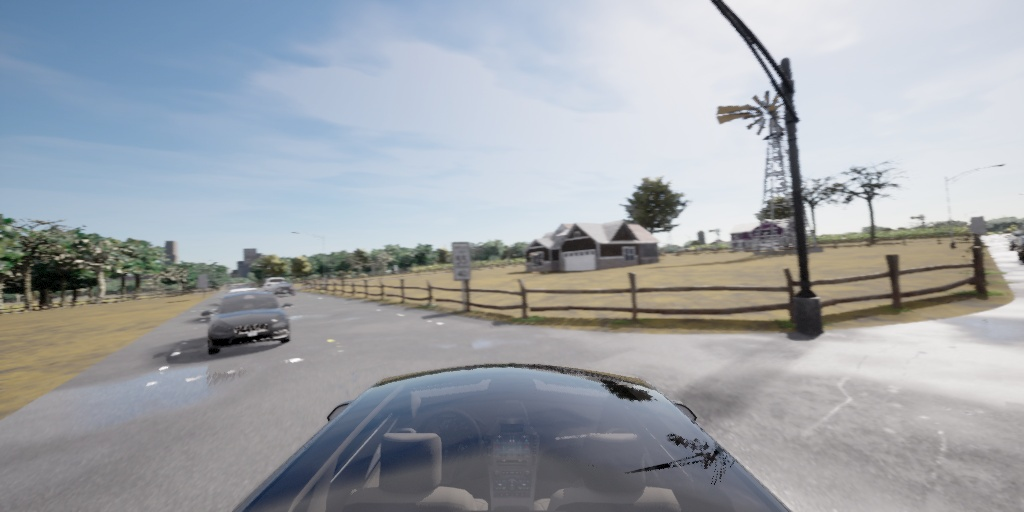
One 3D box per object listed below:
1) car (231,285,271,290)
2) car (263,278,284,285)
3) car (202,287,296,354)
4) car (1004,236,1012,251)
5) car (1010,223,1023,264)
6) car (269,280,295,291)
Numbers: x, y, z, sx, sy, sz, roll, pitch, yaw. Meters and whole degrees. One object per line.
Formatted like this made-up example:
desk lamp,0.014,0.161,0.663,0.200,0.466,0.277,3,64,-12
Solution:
car,-14.252,2.464,19.090,1.812,1.442,4.674,-2,-2,-38
car,-30.417,3.843,46.021,2.150,2.045,5.566,-2,-2,-38
car,-8.205,1.909,11.217,1.837,1.490,4.892,-2,-2,-38
car,38.020,-1.217,26.345,4.892,1.490,1.837,-4,-2,-37
car,26.450,-0.778,17.453,5.566,2.045,2.150,-4,-1,-37
car,-24.270,3.551,38.034,1.812,1.442,4.674,-2,-2,-38
